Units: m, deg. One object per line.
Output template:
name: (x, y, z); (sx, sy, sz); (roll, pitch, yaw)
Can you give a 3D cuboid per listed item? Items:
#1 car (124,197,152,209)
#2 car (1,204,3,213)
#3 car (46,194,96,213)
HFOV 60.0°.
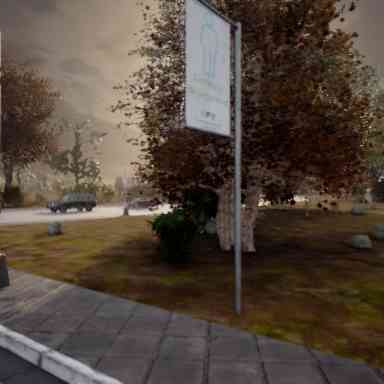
car: (-7.205, 1.471, 46.175); (1.837, 1.490, 4.892); (0, 0, 37)
car: (-19.854, 1.515, 30.133); (1.837, 1.490, 4.892); (0, 0, 39)
car: (-13.614, 1.221, 37.961); (2.150, 2.045, 5.566); (0, 0, 38)
